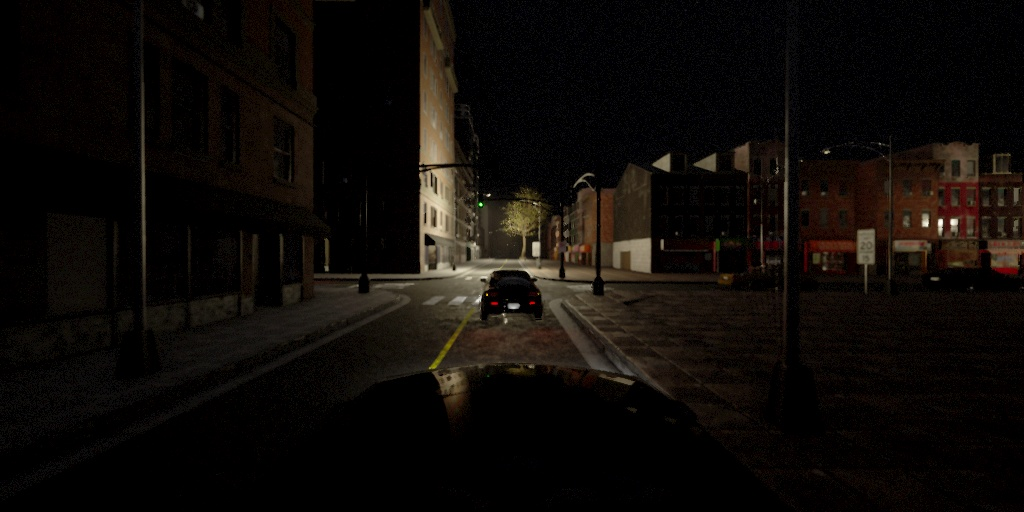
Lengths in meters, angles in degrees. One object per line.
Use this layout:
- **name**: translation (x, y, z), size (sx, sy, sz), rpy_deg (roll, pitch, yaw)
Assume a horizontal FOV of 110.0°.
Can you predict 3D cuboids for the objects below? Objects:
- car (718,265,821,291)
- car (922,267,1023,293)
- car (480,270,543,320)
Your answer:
- **car**: translation (13.886, 1.168, 19.430), size (4.829, 1.417, 1.751), rpy_deg (0, 0, 0)
- **car**: translation (24.967, 1.286, 19.442), size (4.313, 1.339, 1.948), rpy_deg (0, 0, 0)
- **car**: translation (-0.086, 1.173, 12.039), size (1.812, 1.442, 4.674), rpy_deg (0, 1, -3)
